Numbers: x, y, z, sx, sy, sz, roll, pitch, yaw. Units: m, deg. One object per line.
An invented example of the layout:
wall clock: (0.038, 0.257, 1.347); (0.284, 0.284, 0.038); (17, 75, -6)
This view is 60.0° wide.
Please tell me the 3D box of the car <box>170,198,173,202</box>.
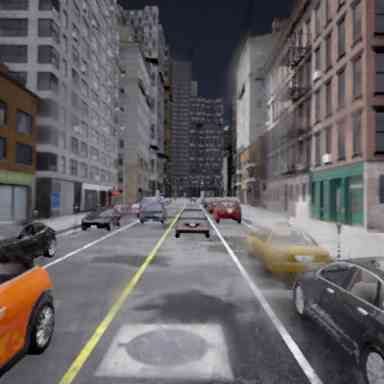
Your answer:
car: (-5.593, 1.995, 72.081); (2.008, 1.369, 4.403); (1, 0, 0)

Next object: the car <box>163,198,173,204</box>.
car: (-5.580, 2.024, 77.690); (1.887, 1.381, 4.507); (1, 0, 0)

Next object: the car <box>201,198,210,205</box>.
car: (2.931, 2.095, 72.060); (1.802, 1.307, 4.206); (1, 0, 0)

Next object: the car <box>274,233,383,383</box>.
car: (2.774, 1.608, 4.749); (2.008, 1.369, 4.403); (1, 0, 0)

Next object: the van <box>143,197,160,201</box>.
van: (-5.655, 1.604, 44.037); (1.690, 1.788, 3.998); (1, 0, 0)

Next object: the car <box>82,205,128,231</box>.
car: (-5.712, 1.674, 21.598); (1.947, 1.339, 4.313); (1, 0, 0)

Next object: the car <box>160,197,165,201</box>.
car: (-5.643, 1.741, 49.646); (1.967, 1.590, 4.097); (1, 0, 0)

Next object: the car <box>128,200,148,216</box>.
car: (-5.686, 1.768, 32.816); (1.802, 1.307, 4.206); (1, 0, 0)

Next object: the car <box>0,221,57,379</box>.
car: (-3.098, 1.355, 3.101); (2.097, 1.767, 4.553); (0, -1, 0)

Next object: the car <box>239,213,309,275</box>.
car: (2.788, 1.624, 10.529); (1.752, 1.417, 4.829); (1, 0, 0)

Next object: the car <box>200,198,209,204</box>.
car: (2.945, 2.093, 77.669); (1.887, 1.381, 4.507); (1, 0, 0)

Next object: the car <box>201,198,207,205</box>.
car: (2.892, 1.972, 55.232); (1.947, 1.339, 4.313); (1, 0, 0)

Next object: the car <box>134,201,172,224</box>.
car: (-2.960, 1.714, 26.748); (2.033, 1.411, 5.357); (0, 0, 0)

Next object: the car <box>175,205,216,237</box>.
car: (0.035, 1.683, 18.850); (2.033, 1.411, 5.357); (0, 0, 0)

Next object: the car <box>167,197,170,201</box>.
car: (-5.620, 1.924, 60.863); (2.008, 1.369, 4.403); (1, 0, 0)

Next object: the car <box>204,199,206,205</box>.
car: (2.865, 1.914, 44.014); (1.802, 1.307, 4.206); (1, 0, 0)

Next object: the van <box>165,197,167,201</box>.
van: (-5.628, 1.678, 55.255); (1.690, 1.788, 3.998); (1, 0, 0)

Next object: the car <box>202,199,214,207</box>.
car: (2.906, 1.987, 60.842); (1.887, 1.381, 4.507); (1, 0, 0)

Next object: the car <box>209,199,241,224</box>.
car: (2.832, 1.531, 27.188); (2.192, 1.841, 5.009); (1, 0, 0)

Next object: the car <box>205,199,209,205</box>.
car: (2.853, 1.838, 38.405); (1.887, 1.381, 4.507); (1, 0, 0)
